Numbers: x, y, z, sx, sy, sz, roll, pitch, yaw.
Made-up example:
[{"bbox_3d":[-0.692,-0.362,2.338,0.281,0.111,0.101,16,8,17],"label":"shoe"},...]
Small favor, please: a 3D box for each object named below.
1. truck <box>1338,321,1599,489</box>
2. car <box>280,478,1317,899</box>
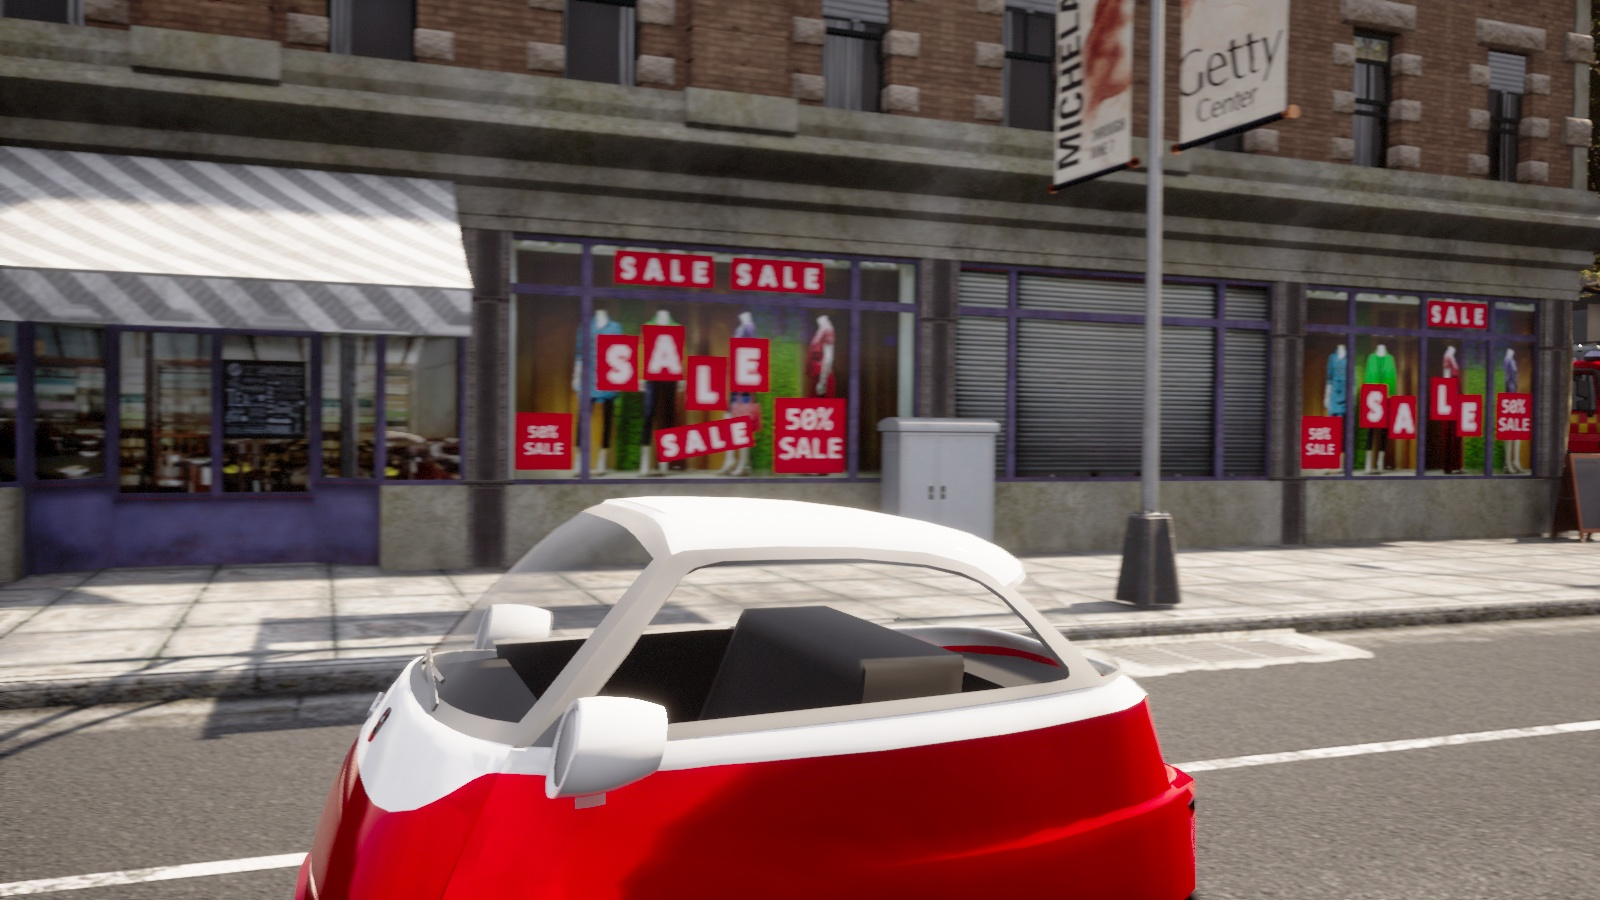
[{"bbox_3d":[18.245,-1.092,32.438,2.891,3.827,8.468,-1,1,-21],"label":"truck"},{"bbox_3d":[-0.100,0.802,3.202,2.207,1.376,1.481,-1,1,-21],"label":"car"}]
